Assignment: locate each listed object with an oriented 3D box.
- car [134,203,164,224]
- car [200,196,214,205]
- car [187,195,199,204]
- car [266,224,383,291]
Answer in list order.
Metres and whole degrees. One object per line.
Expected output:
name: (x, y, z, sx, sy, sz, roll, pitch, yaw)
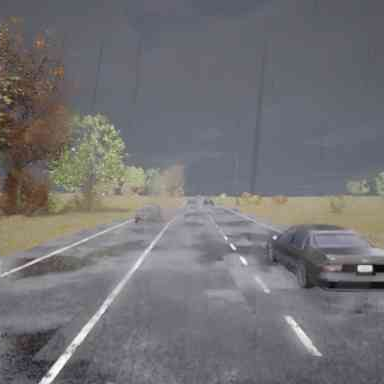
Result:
car: (-3.365, 1.705, 26.538, 1.837, 1.490, 4.892, -1, 0, 2)
car: (3.479, 1.841, 71.316, 2.097, 1.767, 4.553, 0, 0, 0)
car: (-0.023, 2.077, 76.707, 1.994, 1.385, 4.181, 0, 0, 0)
car: (3.497, 1.610, 9.236, 2.033, 1.411, 5.357, 0, 0, 0)
